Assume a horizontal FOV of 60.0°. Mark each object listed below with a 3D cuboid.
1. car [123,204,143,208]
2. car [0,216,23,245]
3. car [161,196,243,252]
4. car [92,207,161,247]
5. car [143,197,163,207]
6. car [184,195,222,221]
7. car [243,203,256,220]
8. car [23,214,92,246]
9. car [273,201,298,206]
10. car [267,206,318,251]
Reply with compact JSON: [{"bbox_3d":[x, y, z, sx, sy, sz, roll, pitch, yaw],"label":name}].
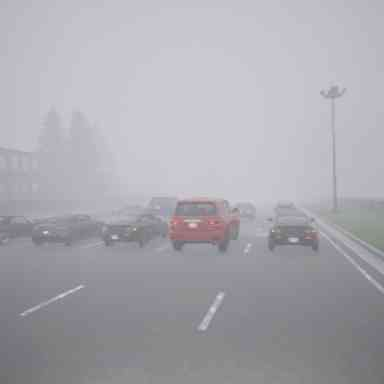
[{"bbox_3d":[-5.536,1.855,32.091,1.994,1.385,4.181,-1,0,15],"label":"car"},{"bbox_3d":[-9.404,1.873,17.365,1.895,1.301,4.718,-1,0,15],"label":"car"},{"bbox_3d":[0.717,1.291,14.611,2.150,2.045,5.566,-1,0,15],"label":"car"},{"bbox_3d":[-2.564,1.666,15.852,1.812,1.442,4.674,-1,0,15],"label":"car"},{"bbox_3d":[-2.241,1.441,30.897,2.150,2.045,5.566,-1,0,15],"label":"car"},{"bbox_3d":[1.144,1.375,30.008,2.150,2.045,5.566,-1,0,15],"label":"car"},{"bbox_3d":[4.529,1.640,29.095,2.033,1.411,5.357,-1,0,15],"label":"car"},{"bbox_3d":[-5.961,1.771,16.694,1.994,1.385,4.181,-1,0,15],"label":"car"},{"bbox_3d":[7.992,1.519,28.500,2.128,1.511,4.902,-1,0,15],"label":"car"},{"bbox_3d":[4.205,1.534,14.075,1.812,1.442,4.674,-1,0,15],"label":"car"}]
